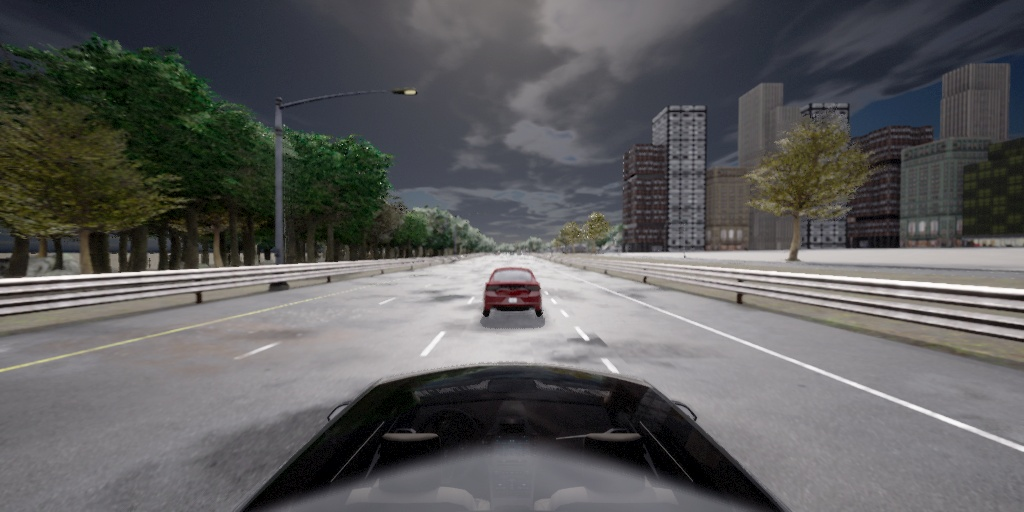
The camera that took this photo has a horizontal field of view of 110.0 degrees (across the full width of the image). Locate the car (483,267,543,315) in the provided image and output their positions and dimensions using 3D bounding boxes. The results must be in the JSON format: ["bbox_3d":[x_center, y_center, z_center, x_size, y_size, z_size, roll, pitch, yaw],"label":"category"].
[{"bbox_3d":[0.015,1.128,13.094,1.882,1.535,5.008,0,1,0],"label":"car"}]
